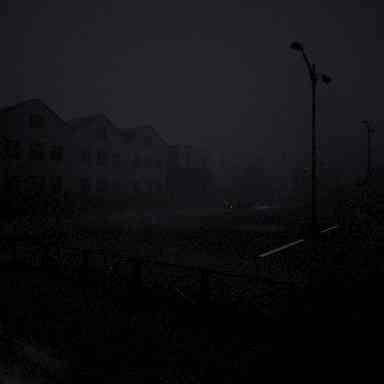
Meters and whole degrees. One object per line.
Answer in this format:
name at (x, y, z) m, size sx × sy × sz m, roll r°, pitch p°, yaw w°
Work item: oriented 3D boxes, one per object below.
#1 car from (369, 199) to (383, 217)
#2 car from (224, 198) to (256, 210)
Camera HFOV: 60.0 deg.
car at (15.518, 1.298, 26.752) m, size 2.007 × 1.523 × 4.514 m, roll 0°, pitch 0°, yaw 35°
car at (5.794, 1.409, 39.486) m, size 1.895 × 1.301 × 4.718 m, roll 0°, pitch 0°, yaw 37°
